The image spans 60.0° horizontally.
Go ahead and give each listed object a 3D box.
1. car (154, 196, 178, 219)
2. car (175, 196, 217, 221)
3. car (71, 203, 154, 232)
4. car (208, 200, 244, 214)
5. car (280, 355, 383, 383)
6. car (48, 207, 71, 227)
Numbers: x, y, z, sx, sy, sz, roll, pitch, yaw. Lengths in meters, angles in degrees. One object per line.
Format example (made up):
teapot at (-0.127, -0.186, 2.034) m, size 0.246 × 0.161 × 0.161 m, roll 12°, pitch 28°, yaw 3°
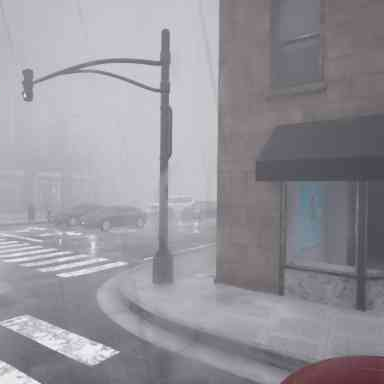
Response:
car at (-1.769, 1.374, 31.647) m, size 2.150 × 2.045 × 5.566 m, roll 1°, pitch 0°, yaw 35°
car at (0.925, 1.552, 29.821) m, size 2.097 × 1.767 × 4.553 m, roll 1°, pitch 0°, yaw 36°
car at (-4.978, 1.618, 21.540) m, size 1.837 × 1.490 × 4.892 m, roll 1°, pitch 0°, yaw 35°
car at (4.202, 1.734, 40.006) m, size 2.128 × 1.511 × 4.902 m, roll 1°, pitch 0°, yaw 36°
car at (2.418, 1.545, 1.228) m, size 4.507 × 1.381 × 1.887 m, roll 0°, pitch 1°, yaw 35°
car at (-7.629, 1.571, 23.419) m, size 1.837 × 1.490 × 4.892 m, roll 1°, pitch 0°, yaw 35°
